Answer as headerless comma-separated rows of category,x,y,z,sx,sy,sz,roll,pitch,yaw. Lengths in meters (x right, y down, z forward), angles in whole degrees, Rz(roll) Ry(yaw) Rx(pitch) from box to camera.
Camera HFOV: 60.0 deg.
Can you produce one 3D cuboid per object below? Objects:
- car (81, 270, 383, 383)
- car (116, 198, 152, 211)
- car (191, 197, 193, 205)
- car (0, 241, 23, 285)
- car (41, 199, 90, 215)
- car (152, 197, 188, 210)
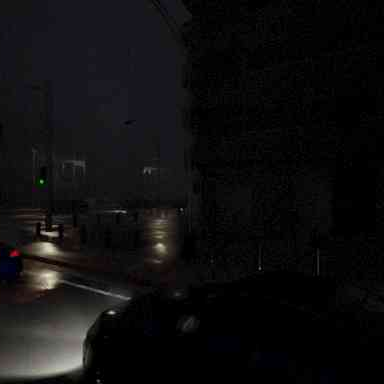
car,0.767,1.564,3.445,4.181,1.385,1.994,0,0,36
car,-6.808,1.492,41.050,2.033,1.411,5.357,0,0,36
car,-0.751,1.449,49.406,1.837,1.490,4.892,0,0,36
car,-6.084,1.564,8.315,4.181,1.385,1.994,0,0,36
car,-12.539,1.449,33.120,1.837,1.490,4.892,0,0,36
car,-2.452,1.508,40.758,1.994,1.385,4.181,0,0,36
